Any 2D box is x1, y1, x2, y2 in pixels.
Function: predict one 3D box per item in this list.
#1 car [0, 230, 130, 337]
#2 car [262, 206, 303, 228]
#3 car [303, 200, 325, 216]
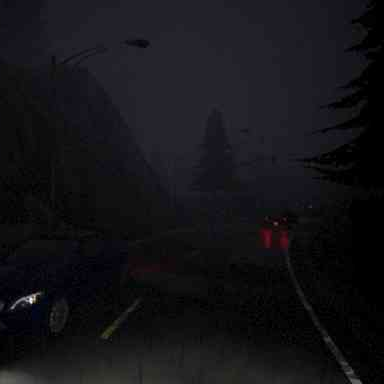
[{"bbox_3d":[-2.753,1.593,6.997,1.812,1.442,4.674,0,-1,9],"label":"car"},{"bbox_3d":[6.667,1.884,24.614,1.895,1.301,4.718,0,-1,26],"label":"car"},{"bbox_3d":[14.365,1.813,39.312,2.097,1.767,4.553,0,-1,29],"label":"car"}]
